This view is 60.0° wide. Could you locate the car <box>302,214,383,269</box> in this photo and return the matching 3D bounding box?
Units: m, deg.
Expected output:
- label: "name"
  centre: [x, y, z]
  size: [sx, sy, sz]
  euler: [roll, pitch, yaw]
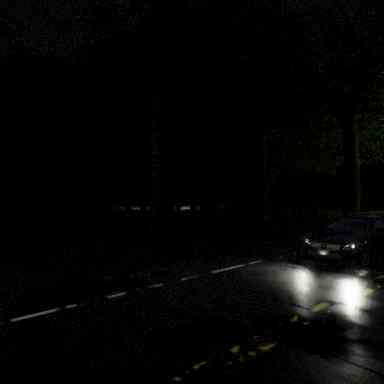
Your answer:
- label: "car"
  centre: [5.622, 1.514, 11.313]
  size: [4.674, 1.442, 1.812]
  euler: [0, 0, -41]
